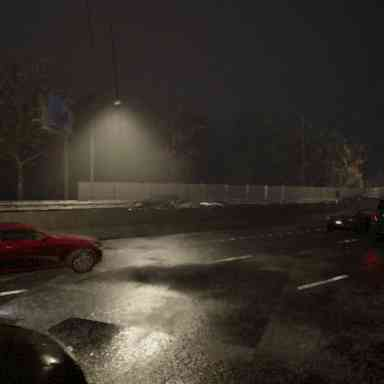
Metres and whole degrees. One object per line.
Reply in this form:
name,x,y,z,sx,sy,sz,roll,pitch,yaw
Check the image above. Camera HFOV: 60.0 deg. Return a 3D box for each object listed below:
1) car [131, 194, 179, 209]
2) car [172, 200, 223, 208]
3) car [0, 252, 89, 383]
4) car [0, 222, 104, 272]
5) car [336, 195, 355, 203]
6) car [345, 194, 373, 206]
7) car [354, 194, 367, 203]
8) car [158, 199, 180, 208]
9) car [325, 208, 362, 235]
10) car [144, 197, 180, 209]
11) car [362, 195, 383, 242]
car,-3.740,1.273,35.709,5.566,2.045,2.150,0,0,-35
car,1.066,1.572,26.243,4.674,1.442,1.812,0,0,-35
car,-2.994,1.488,1.609,4.902,1.511,2.128,0,0,-36
car,-4.751,1.529,8.956,4.674,1.442,1.812,0,0,-35
car,24.184,1.547,51.244,4.553,1.767,2.097,1,0,-35
car,30.032,1.467,59.678,5.566,2.045,2.150,0,0,-35
car,26.271,1.548,48.422,4.553,1.767,2.097,1,0,-35
car,0.053,1.598,29.820,5.357,1.411,2.033,0,0,-35
car,9.559,1.620,19.157,4.181,1.385,1.994,0,0,-36
car,-1.837,1.556,32.767,4.892,1.490,1.837,0,0,-35
car,10.596,1.273,15.599,5.566,2.045,2.150,0,0,-36
